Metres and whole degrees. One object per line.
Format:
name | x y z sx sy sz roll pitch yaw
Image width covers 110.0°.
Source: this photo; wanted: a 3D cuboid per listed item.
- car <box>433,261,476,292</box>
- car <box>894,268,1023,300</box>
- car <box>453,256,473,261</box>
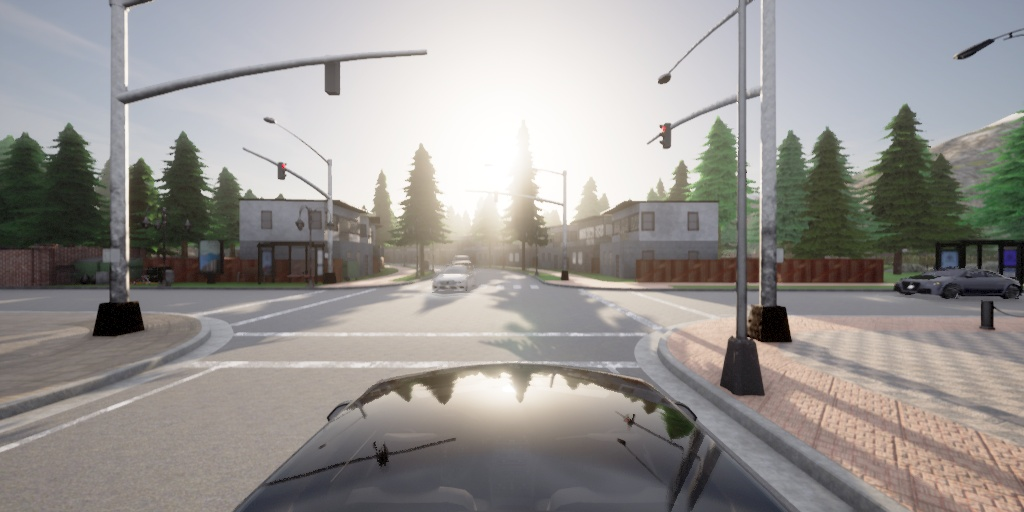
car | -3.238 1.277 21.073 1.812 1.442 4.674 0 1 3
car | 20.795 1.279 16.839 4.181 1.385 1.994 0 0 2
car | -6.336 0.996 45.662 2.150 2.045 5.566 0 1 -15
